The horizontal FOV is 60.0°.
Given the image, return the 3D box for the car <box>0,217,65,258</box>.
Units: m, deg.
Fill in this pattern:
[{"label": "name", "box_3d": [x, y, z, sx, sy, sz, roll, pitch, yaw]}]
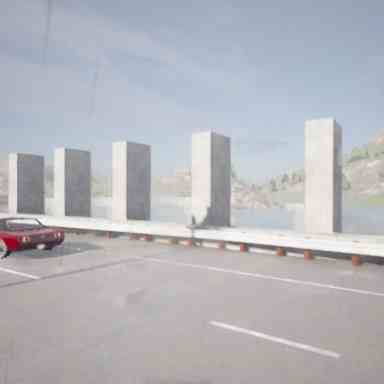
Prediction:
[{"label": "car", "box_3d": [-7.144, 1.619, 12.813, 4.718, 1.301, 1.895, 0, 0, 32]}]
